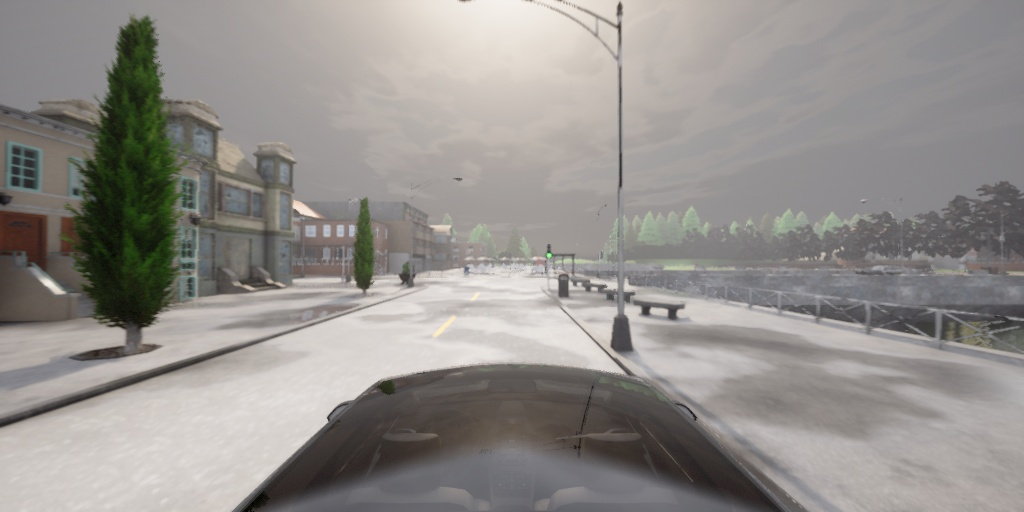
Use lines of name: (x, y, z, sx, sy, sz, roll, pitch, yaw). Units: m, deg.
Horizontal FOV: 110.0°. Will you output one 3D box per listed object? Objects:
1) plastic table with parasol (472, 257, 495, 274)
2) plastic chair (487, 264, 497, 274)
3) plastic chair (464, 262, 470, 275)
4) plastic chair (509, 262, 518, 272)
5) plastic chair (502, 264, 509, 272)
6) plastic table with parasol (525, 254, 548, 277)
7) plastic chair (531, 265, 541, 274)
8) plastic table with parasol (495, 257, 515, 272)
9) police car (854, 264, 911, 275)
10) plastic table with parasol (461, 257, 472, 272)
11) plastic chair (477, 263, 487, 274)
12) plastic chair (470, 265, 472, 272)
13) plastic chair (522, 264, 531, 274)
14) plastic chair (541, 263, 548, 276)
plastic table with parasol: (-4.235, 1.392, 53.652, 2.482, 2.480, 2.482, 0, 0, 0)
plastic chair: (-2.955, 1.994, 53.532, 0.730, 1.272, 0.750, 0, 0, 0)
plastic chair: (-7.051, 2.070, 59.064, 0.750, 1.272, 0.730, 0, 0, -1)
plastic chair: (0.146, 2.090, 60.532, 0.730, 1.272, 0.750, 0, 0, 0)
plastic chair: (-1.254, 2.075, 59.432, 0.750, 1.272, 0.730, 0, 0, 0)
plastic table with parasol: (3.585, 1.381, 52.902, 2.482, 2.480, 2.482, 0, 0, 0)
plastic chair: (3.445, 1.968, 51.632, 0.750, 1.272, 0.730, 0, 0, 0)
plastic table with parasol: (-1.204, 1.488, 60.632, 2.482, 2.480, 2.482, 0, 0, 0)
police car: (38.904, 1.672, 37.749, 5.238, 1.638, 1.930, 0, -1, 0)
plastic table with parasol: (-7.124, 1.482, 60.242, 2.482, 2.480, 2.482, 0, 0, 0)
plastic chair: (-4.355, 1.979, 52.433, 0.750, 1.272, 0.730, 0, 0, 0)
plastic chair: (-5.555, 1.997, 53.732, 0.730, 1.272, 0.750, 0, 0, 0)
plastic chair: (2.245, 1.986, 52.932, 0.730, 1.272, 0.750, 0, 0, 0)
plastic chair: (4.845, 1.983, 52.732, 0.730, 1.272, 0.750, 0, 0, 0)
